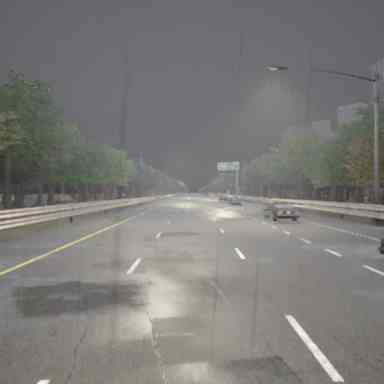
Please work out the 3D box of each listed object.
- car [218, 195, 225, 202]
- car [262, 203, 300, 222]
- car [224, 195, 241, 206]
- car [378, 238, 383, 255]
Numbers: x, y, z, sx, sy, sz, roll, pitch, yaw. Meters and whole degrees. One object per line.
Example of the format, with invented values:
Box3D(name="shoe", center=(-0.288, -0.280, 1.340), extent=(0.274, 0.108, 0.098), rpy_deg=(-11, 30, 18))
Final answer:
Box3D(name="car", center=(7.298, 1.412, 79.246), extent=(2.097, 1.767, 4.553), rpy_deg=(0, 0, 0))
Box3D(name="car", center=(7.023, 1.564, 26.670), extent=(2.033, 1.411, 5.357), rpy_deg=(0, 0, 0))
Box3D(name="car", center=(7.140, 1.591, 56.263), extent=(2.033, 1.411, 5.357), rpy_deg=(0, 0, 0))
Box3D(name="car", center=(6.999, 1.550, 8.416), extent=(2.033, 1.411, 5.357), rpy_deg=(0, 0, 0))
